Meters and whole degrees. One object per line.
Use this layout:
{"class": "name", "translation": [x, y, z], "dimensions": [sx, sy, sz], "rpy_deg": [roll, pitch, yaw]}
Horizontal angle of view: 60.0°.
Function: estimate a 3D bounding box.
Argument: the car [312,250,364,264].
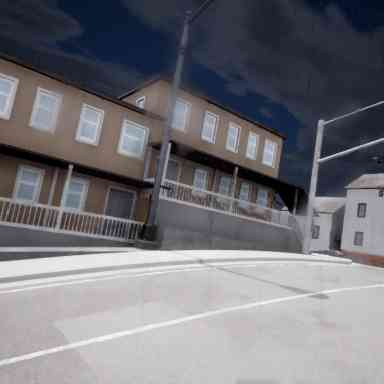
{"class": "car", "translation": [12.123, 5.747, 28.544], "dimensions": [1.837, 1.490, 4.892], "rpy_deg": [15, -17, -34]}
